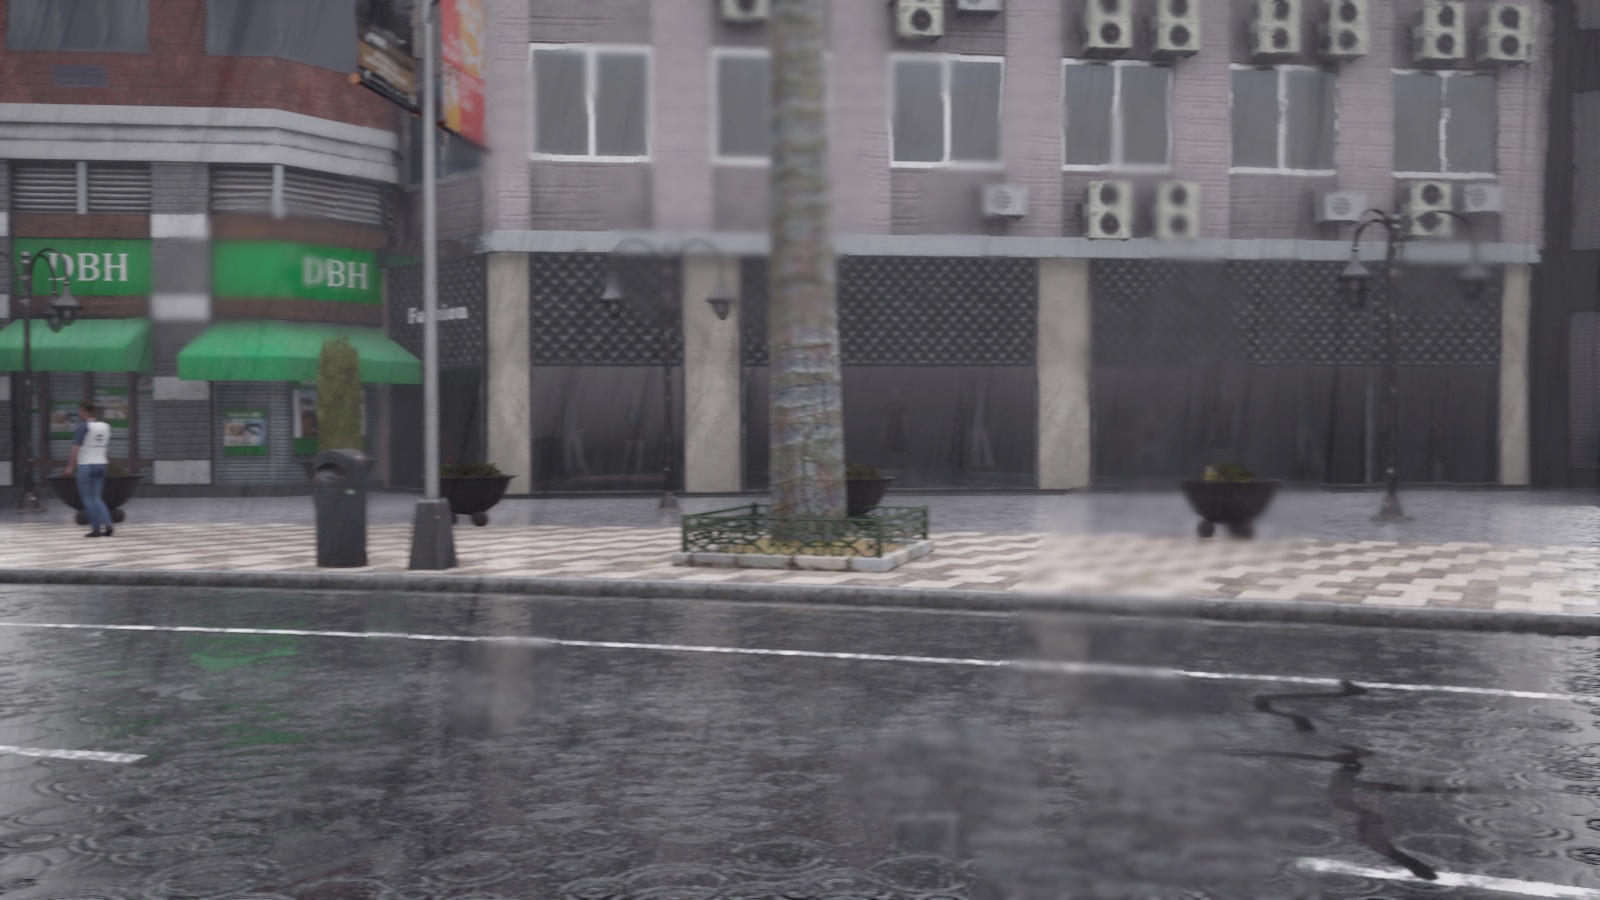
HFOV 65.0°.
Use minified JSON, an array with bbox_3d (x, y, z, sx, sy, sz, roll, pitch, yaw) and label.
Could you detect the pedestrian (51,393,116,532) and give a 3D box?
[{"bbox_3d":[-9.618,0.164,16.850,0.706,1.836,0.354,0,1,15],"label":"pedestrian"}]
